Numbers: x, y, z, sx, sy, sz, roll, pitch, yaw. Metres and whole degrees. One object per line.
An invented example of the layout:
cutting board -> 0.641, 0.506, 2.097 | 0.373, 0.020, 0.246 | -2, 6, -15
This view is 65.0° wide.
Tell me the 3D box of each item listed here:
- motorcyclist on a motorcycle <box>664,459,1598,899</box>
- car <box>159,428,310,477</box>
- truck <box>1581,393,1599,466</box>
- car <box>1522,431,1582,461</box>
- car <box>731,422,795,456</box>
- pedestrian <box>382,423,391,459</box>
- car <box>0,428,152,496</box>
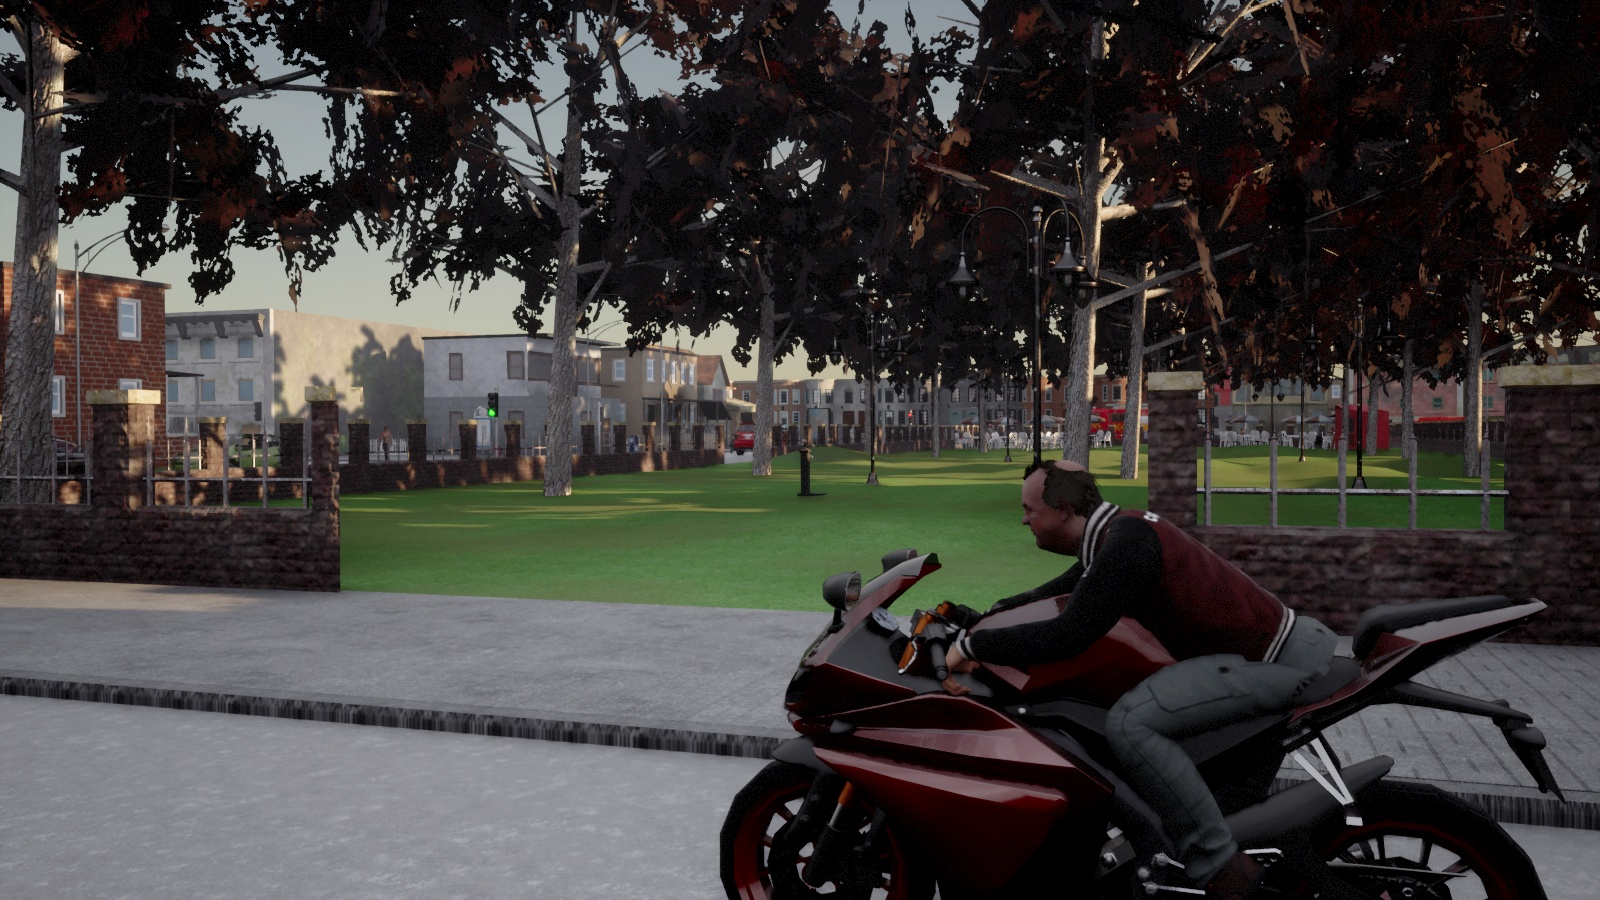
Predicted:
motorcyclist on a motorcycle -> 0.809, 0.809, 3.471 | 2.191, 1.530, 0.866 | 1, 1, 18
car -> -18.640, 0.037, 41.618 | 2.007, 1.525, 4.514 | 1, 1, 19
truck -> 38.908, -0.940, 58.127 | 2.891, 3.462, 7.936 | 1, 1, 18
car -> 44.169, -0.260, 73.869 | 2.033, 1.649, 4.856 | 1, 1, 18
car -> -2.242, -0.709, 77.854 | 2.150, 2.045, 5.566 | 1, 1, 19
pedestrian -> -20.577, -0.461, 62.465 | 0.328, 1.805, 0.869 | 0, 1, -13
car -> -18.281, 0.233, 30.030 | 2.128, 1.511, 4.902 | 0, 1, 17
